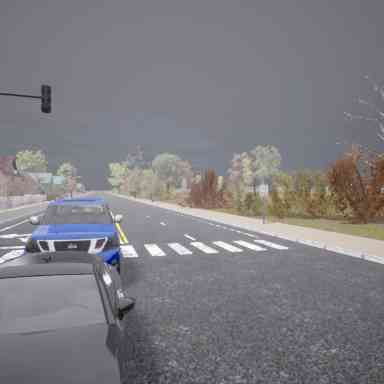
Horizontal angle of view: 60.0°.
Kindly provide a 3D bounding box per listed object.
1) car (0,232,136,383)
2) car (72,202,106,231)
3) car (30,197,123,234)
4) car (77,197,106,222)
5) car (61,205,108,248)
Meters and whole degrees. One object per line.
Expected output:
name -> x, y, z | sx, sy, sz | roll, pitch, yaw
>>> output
car -> -1.693, 1.524, 3.855 | 1.812, 1.442, 4.674 | 0, 0, -13
car -> -6.650, 1.468, 21.737 | 1.882, 1.535, 5.008 | 0, 0, -16
car -> -3.363, 1.218, 9.936 | 2.150, 2.045, 5.566 | 0, 0, -16
car -> -8.239, 1.338, 27.462 | 2.097, 1.767, 4.553 | 0, 0, -16
car -> -5.052, 1.499, 15.999 | 1.837, 1.490, 4.892 | 0, 0, -16
